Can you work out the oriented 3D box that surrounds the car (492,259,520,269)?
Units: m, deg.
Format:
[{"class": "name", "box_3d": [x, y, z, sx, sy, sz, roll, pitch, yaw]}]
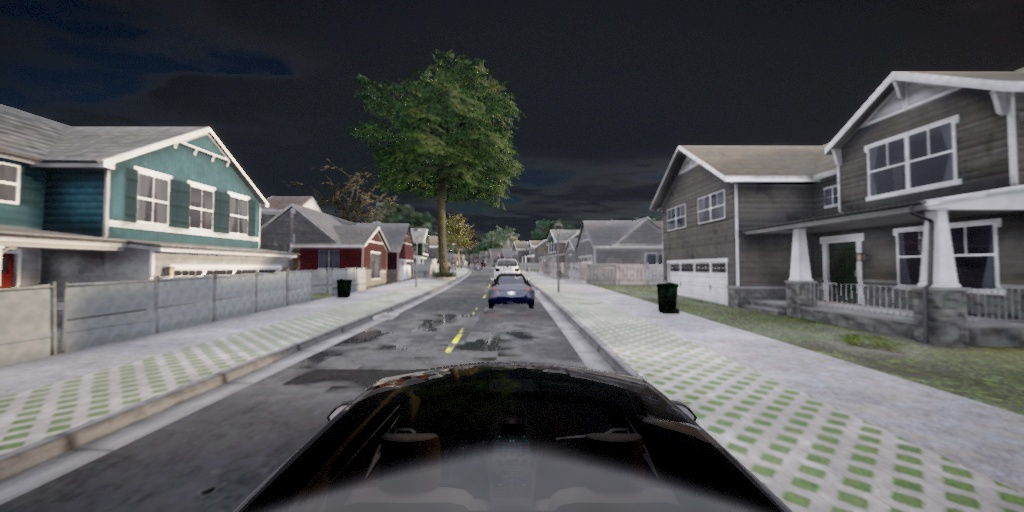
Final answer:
[{"class": "car", "box_3d": [-0.484, 1.283, 30.941, 2.150, 2.045, 5.566, 0, -1, -2]}]

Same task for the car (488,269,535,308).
[{"class": "car", "box_3d": [-0.050, 1.461, 16.185, 1.994, 1.385, 4.181, 0, -1, -1]}]
